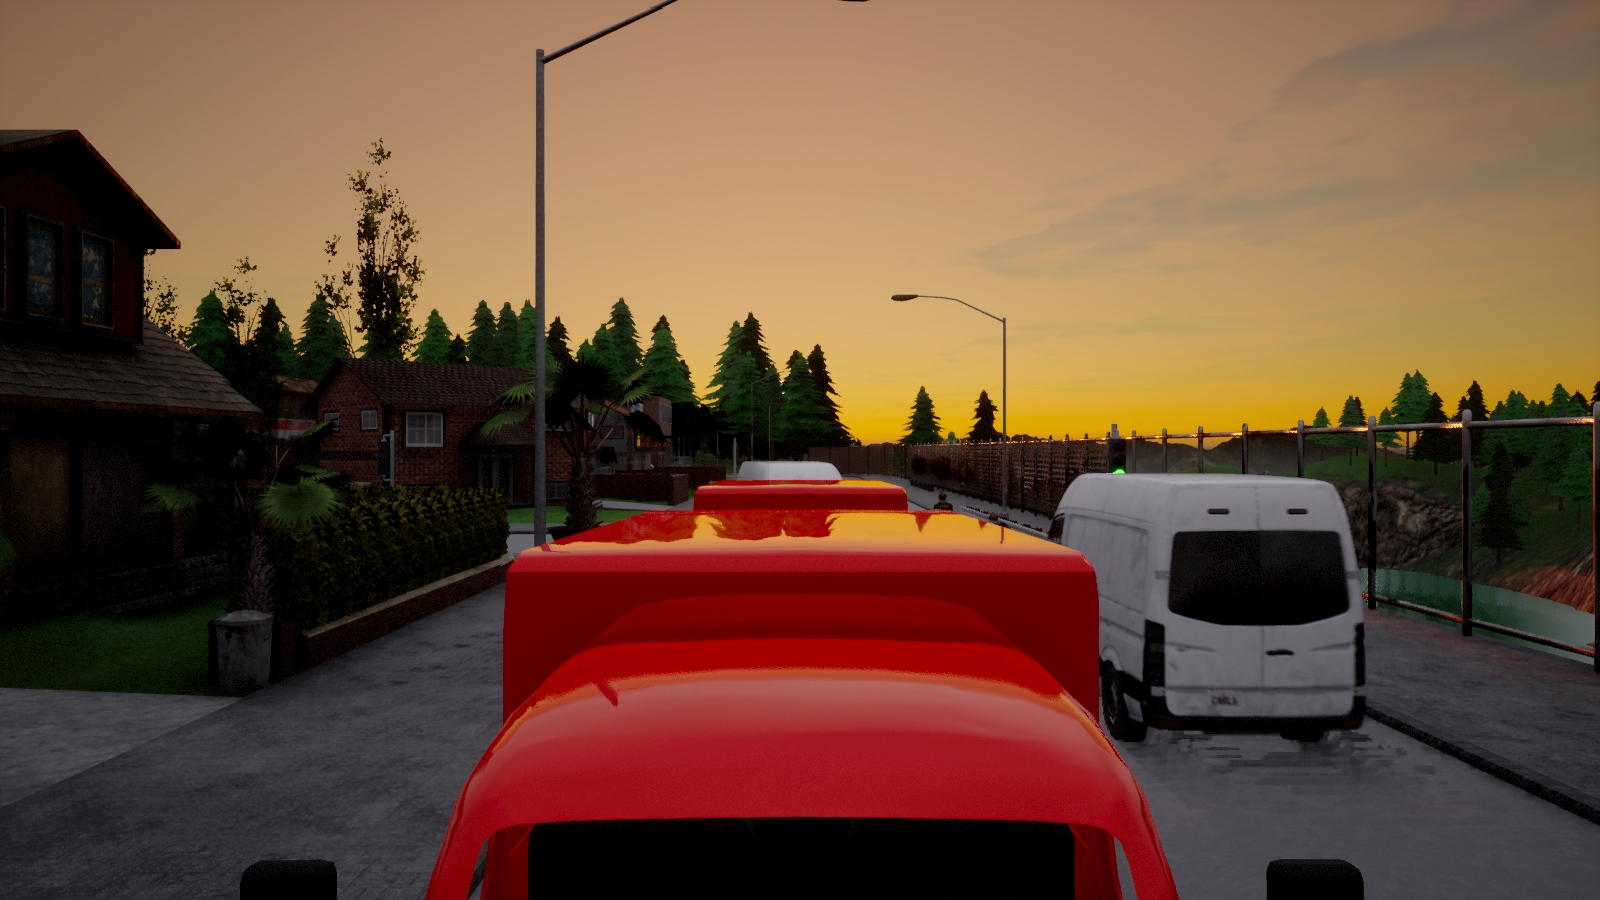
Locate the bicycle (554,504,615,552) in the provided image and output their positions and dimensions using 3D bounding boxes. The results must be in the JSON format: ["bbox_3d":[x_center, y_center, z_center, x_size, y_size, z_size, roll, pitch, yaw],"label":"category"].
[{"bbox_3d":[-6.027,2.170,32.019,1.487,1.276,0.859,0,0,8],"label":"bicycle"}]

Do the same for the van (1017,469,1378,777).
[{"bbox_3d":[3.995,1.540,12.830,1.988,2.561,5.915,0,0,0],"label":"van"}]

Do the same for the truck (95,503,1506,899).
[{"bbox_3d":[-0.001,1.570,4.728,2.627,2.467,5.204,0,0,0],"label":"truck"}]
